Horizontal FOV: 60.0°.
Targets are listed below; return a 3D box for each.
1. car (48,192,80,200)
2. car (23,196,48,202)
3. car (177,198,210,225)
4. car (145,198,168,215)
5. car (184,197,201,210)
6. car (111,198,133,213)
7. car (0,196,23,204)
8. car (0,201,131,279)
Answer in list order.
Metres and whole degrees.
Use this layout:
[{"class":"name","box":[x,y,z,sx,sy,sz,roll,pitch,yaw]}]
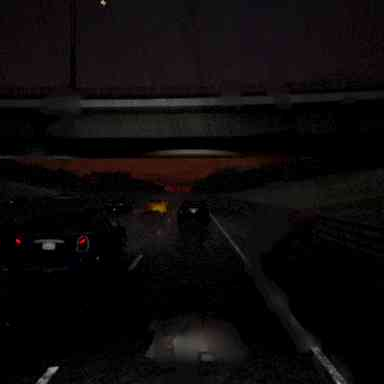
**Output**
[{"class":"car","box":[-17.584,1.055,46.772,2.150,2.045,5.566,0,0,0]},{"class":"car","box":[-21.085,1.338,46.454,1.837,1.490,4.892,0,0,0]},{"class":"car","box":[0.095,1.250,23.413,2.097,1.767,4.553,0,0,0]},{"class":"car","box":[-3.408,1.343,32.523,1.882,1.535,5.008,0,0,0]},{"class":"car","box":[0.082,1.391,41.011,2.033,1.411,5.357,0,0,0]},{"class":"car","box":[-6.907,1.358,32.165,2.128,1.511,4.902,0,0,0]},{"class":"car","box":[-24.583,1.309,46.154,1.882,1.535,5.008,0,0,0]},{"class":"car","box":[-3.402,1.306,10.028,2.097,1.767,4.553,0,0,0]}]
